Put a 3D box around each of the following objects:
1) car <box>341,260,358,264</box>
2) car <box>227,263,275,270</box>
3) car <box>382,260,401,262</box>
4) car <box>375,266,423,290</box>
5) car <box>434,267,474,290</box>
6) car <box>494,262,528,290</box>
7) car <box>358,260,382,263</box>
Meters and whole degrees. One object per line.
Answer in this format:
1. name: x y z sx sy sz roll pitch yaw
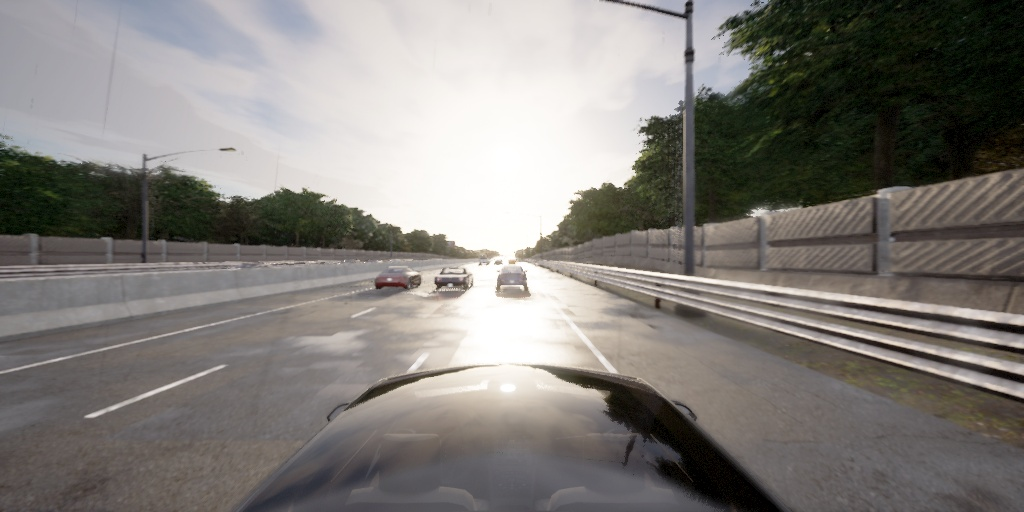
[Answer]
1. car: -24.516 1.295 54.563 1.837 1.490 4.892 0 0 1
2. car: -17.518 1.247 24.007 2.128 1.511 4.902 0 0 1
3. car: -17.523 1.324 54.230 1.812 1.442 4.674 0 0 1
4. car: -6.995 1.319 22.495 1.994 1.385 4.181 0 0 0
5. car: -3.496 1.356 22.519 1.895 1.301 4.718 0 0 0
6. car: 0.003 1.282 22.478 1.812 1.442 4.674 0 0 0
7. car: -21.019 1.291 54.655 2.128 1.511 4.902 0 0 1
